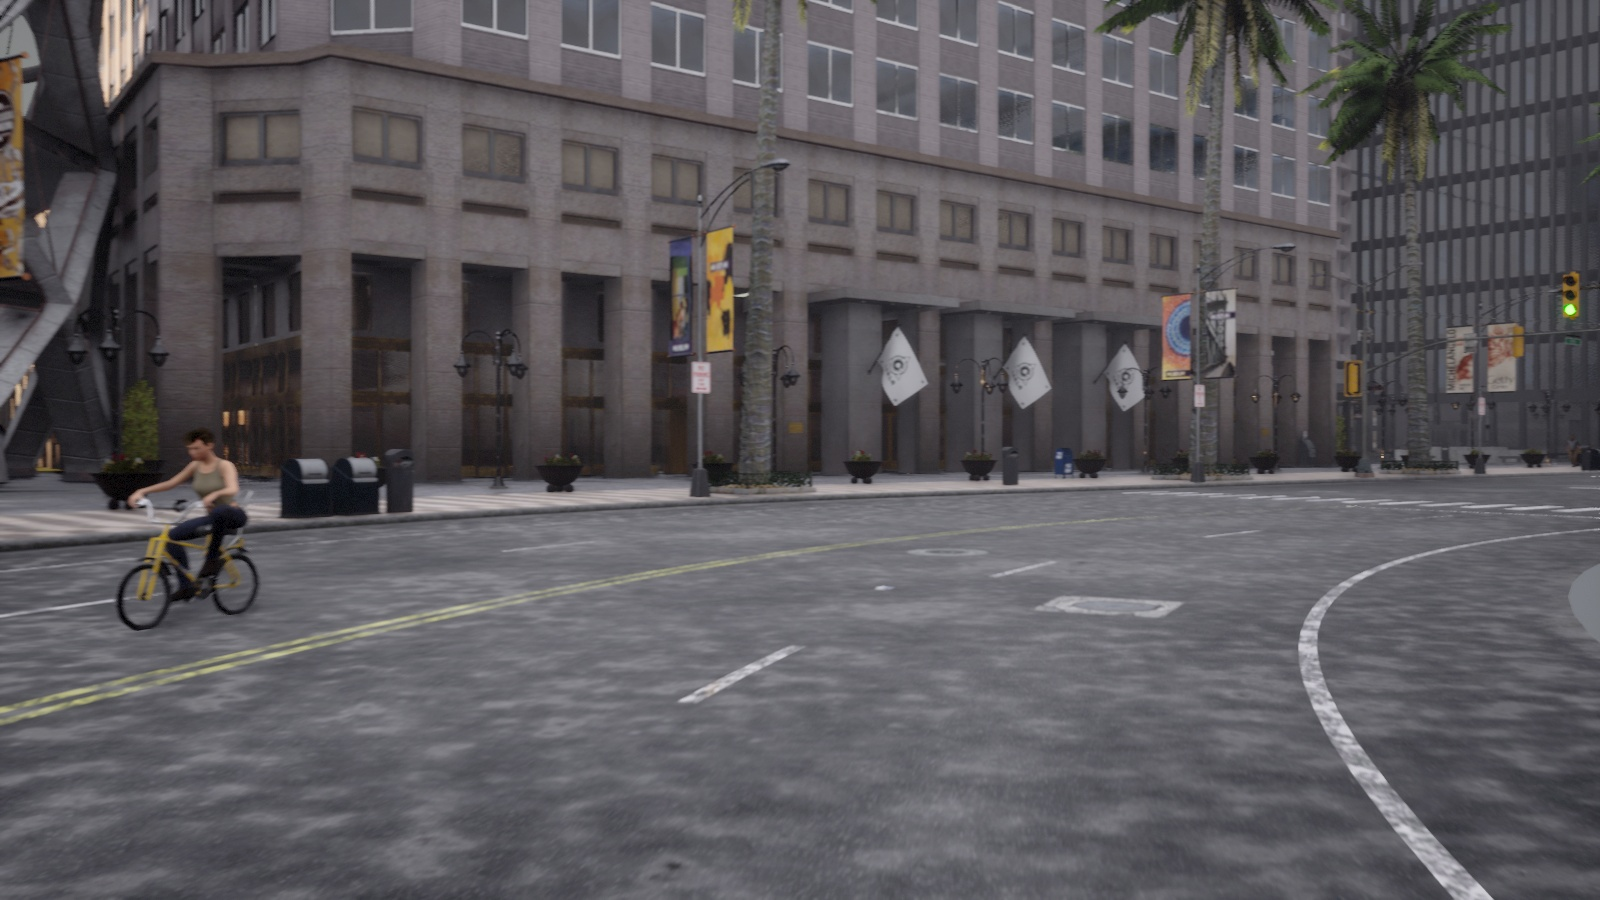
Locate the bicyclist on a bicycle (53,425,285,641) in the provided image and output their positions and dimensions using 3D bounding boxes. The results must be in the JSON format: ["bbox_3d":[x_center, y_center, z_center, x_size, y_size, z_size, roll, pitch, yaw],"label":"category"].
[{"bbox_3d":[-5.097,0.614,10.247,0.866,1.612,1.509,1,1,19],"label":"bicyclist on a bicycle"}]

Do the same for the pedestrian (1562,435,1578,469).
[{"bbox_3d":[42.065,0.103,68.605,0.694,1.848,0.540,0,0,-44],"label":"pedestrian"}]
